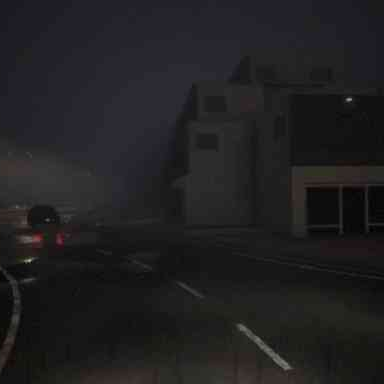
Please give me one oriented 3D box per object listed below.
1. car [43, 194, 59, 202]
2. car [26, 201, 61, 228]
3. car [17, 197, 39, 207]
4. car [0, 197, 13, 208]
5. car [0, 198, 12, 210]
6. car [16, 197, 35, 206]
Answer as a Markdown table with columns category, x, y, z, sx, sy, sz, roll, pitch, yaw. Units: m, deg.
| category | x | y | z | sx | sy | sz | roll | pitch | yaw |
| --- | --- | --- | --- | --- | --- | --- | --- | --- | --- |
| car | -30.704 | 1.539 | 72.768 | 2.150 | 2.045 | 5.566 | -1 | 0 | -7 |
| car | -10.424 | 1.636 | 23.435 | 1.812 | 1.442 | 4.674 | -1 | 0 | -29 |
| car | -29.084 | 1.823 | 59.825 | 1.837 | 1.490 | 4.892 | -1 | 0 | -7 |
| car | -32.093 | 1.726 | 55.652 | 2.097 | 1.767 | 4.553 | -1 | 0 | -7 |
| car | -27.479 | 1.674 | 46.536 | 2.097 | 1.767 | 4.553 | -1 | 0 | -7 |
| car | -33.527 | 1.850 | 67.162 | 1.882 | 1.535 | 5.008 | -1 | 0 | -7 |
